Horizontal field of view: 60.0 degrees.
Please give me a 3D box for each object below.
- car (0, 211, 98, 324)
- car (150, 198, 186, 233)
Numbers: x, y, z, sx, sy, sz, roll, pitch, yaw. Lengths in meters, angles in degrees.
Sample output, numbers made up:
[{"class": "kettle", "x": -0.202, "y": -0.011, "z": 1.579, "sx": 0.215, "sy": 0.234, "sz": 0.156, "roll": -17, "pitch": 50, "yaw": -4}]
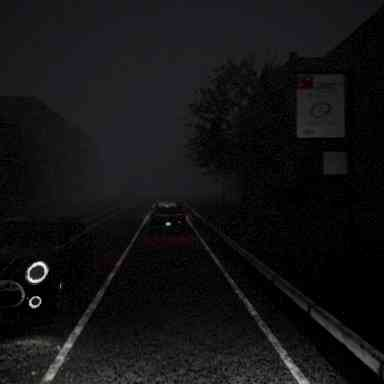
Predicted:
[{"class": "car", "x": -3.511, "y": 1.324, "z": 7.339, "sx": 2.097, "sy": 1.767, "sz": 4.553, "roll": -1, "pitch": 1, "yaw": -5}, {"class": "car", "x": -1.341, "y": 1.312, "z": 18.672, "sx": 2.128, "sy": 1.511, "sz": 4.902, "roll": -1, "pitch": 1, "yaw": -4}]
